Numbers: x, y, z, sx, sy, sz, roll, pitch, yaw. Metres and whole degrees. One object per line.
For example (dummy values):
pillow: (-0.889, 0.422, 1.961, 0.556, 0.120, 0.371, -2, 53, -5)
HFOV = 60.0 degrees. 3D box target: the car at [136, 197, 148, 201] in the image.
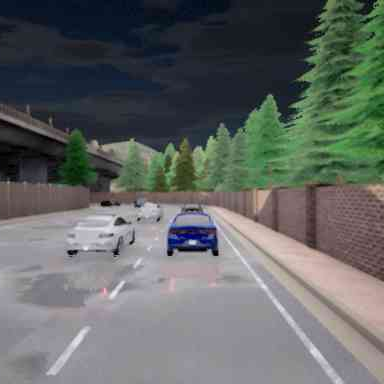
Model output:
car: (-7.615, 1.639, 51.421, 2.097, 1.767, 4.553, 0, 0, -14)

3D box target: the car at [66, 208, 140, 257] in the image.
car: (-3.462, 1.600, 13.224, 1.812, 1.442, 4.674, 0, 0, 0)

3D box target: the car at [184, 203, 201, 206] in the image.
car: (0.018, 1.661, 27.558, 1.837, 1.490, 4.892, 0, 0, 0)

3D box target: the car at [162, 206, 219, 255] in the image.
car: (0.041, 1.555, 13.677, 1.882, 1.535, 5.008, 0, 0, 0)

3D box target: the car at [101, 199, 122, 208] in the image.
car: (-13.648, 1.879, 56.104, 1.994, 1.385, 4.181, 0, -1, -43)

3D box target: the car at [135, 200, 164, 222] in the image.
car: (-3.479, 1.684, 28.231, 1.812, 1.442, 4.674, 0, 0, 0)
